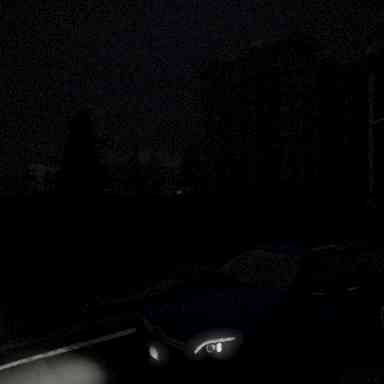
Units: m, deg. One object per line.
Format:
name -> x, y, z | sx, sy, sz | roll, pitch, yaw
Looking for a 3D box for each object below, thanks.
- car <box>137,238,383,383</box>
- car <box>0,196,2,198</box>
car -> 1.456, 1.495, 5.077 | 4.674, 1.442, 1.812 | -1, 0, -36
car -> -40.426, 1.353, 67.151 | 3.633, 1.501, 1.845 | -1, 0, -37
